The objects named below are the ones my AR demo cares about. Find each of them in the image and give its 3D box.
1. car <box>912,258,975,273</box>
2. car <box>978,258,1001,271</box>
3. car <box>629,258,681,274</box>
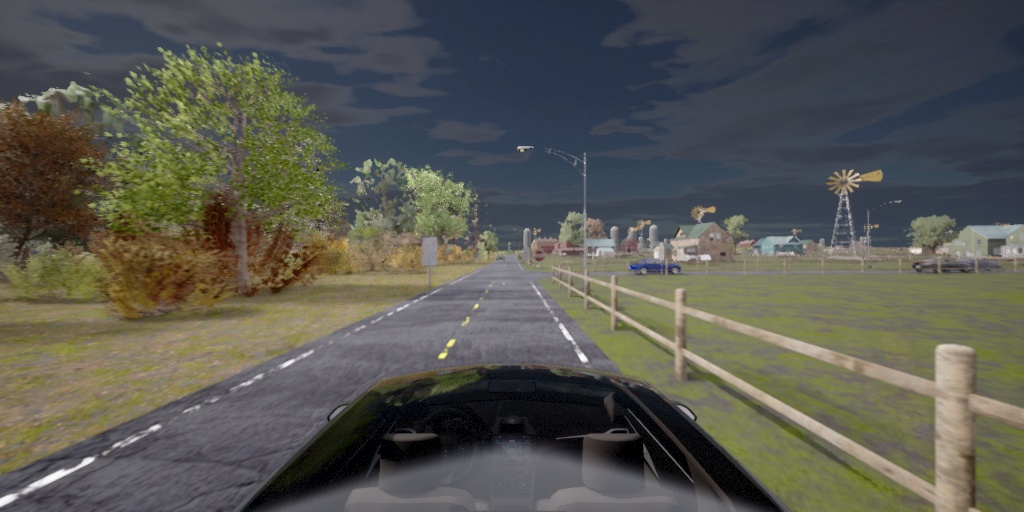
[{"bbox_3d":[42.919,0.919,35.875,4.674,1.442,1.812,0,0,-1],"label":"car"},{"bbox_3d":[49.224,0.917,38.766,5.357,1.411,2.033,0,0,-1],"label":"car"},{"bbox_3d":[14.075,0.999,35.419,5.008,1.535,1.882,0,0,-1],"label":"car"}]
